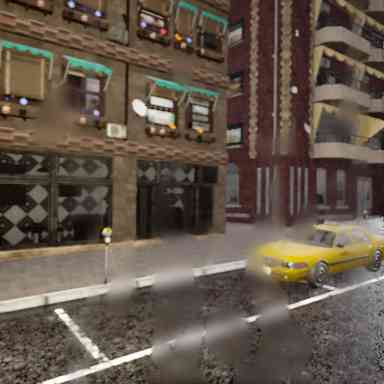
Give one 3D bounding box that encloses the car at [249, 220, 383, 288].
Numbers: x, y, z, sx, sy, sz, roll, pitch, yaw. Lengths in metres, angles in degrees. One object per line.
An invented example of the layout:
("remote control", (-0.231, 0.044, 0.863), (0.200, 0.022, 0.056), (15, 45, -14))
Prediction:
("car", (3.689, 1.500, 9.169), (4.829, 1.417, 1.752), (0, 1, -35))
